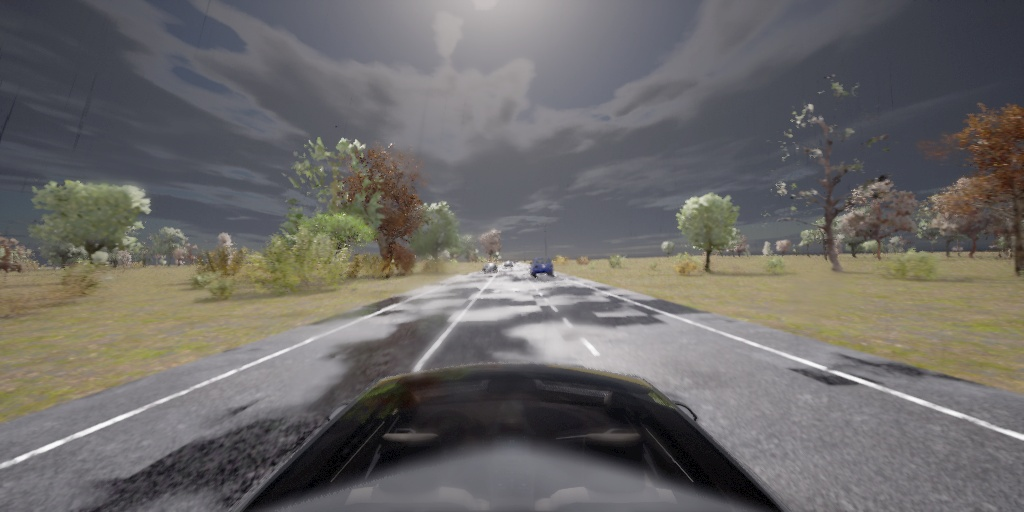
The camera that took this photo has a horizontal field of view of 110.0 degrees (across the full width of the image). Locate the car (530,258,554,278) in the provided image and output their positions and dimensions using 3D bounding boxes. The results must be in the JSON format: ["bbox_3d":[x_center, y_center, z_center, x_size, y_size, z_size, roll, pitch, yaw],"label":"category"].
[{"bbox_3d":[3.182,1.204,38.496,2.150,2.045,5.566,-2,-1,0],"label":"car"}]

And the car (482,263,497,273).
[{"bbox_3d":[-3.396,1.826,55.218,2.128,1.511,4.902,-2,0,4],"label":"car"}]
